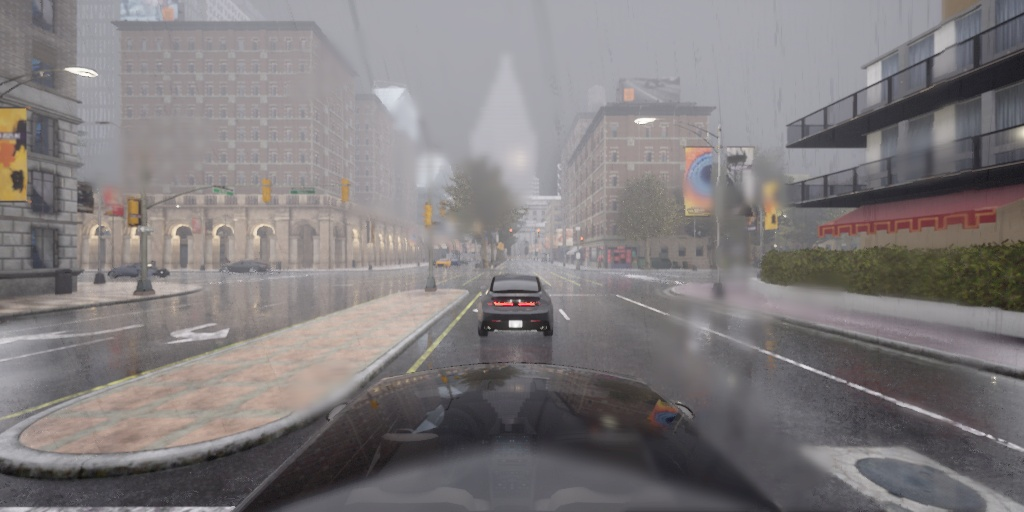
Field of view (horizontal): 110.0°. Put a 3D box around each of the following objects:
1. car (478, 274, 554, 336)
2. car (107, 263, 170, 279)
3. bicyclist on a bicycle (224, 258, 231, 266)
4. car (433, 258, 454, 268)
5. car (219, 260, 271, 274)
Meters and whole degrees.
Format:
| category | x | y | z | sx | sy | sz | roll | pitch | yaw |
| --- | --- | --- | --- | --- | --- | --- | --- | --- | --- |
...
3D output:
| category | x | y | z | sx | sy | sz | roll | pitch | yaw |
| --- | --- | --- | --- | --- | --- | --- | --- | --- | --- |
| car | 0.101 | 1.252 | 10.331 | 1.837 | 1.490 | 4.892 | 0 | 0 | 0 |
| car | -33.556 | 1.302 | 32.314 | 4.181 | 1.385 | 1.994 | 0 | 0 | 0 |
| bicyclist on a bicycle | -37.170 | 1.033 | 46.770 | 0.582 | 1.620 | 1.656 | 0 | 0 | 0 |
| car | -11.407 | 1.206 | 59.669 | 1.882 | 1.535 | 5.008 | 0 | 0 | 0 |
| car | -29.378 | 1.240 | 39.497 | 4.892 | 1.490 | 1.837 | 0 | 0 | 0 |
